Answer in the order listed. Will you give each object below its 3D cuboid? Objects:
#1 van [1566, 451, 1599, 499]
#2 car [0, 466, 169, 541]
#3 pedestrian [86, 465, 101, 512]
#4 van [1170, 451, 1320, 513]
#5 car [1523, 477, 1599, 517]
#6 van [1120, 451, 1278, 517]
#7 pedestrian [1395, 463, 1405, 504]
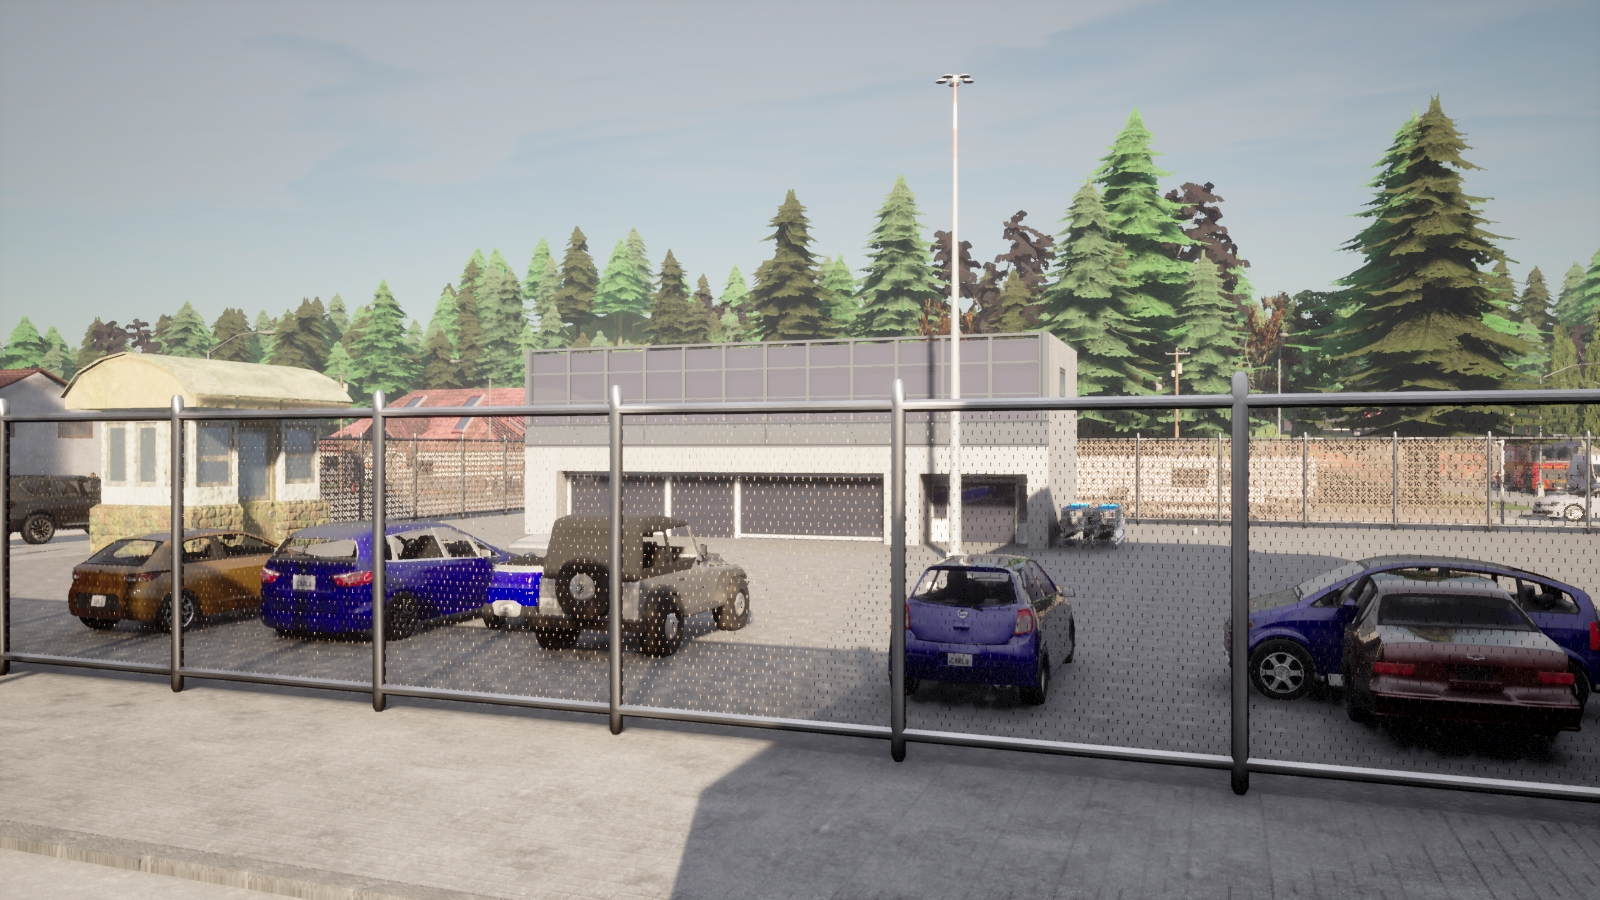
[{"bbox_3d":[44.035,1.314,62.679,1.988,2.561,5.915,0,0,20],"label":"van"},{"bbox_3d":[-22.825,1.560,35.490,2.150,2.045,5.566,0,0,21],"label":"car"},{"bbox_3d":[-28.318,1.524,45.791,0.375,1.860,0.375,0,0,21],"label":"pedestrian"},{"bbox_3d":[19.099,1.315,49.239,5.915,2.561,1.988,0,0,21],"label":"van"},{"bbox_3d":[31.502,1.840,44.749,4.892,1.480,2.231,0,0,11],"label":"car"},{"bbox_3d":[16.090,1.314,46.209,5.915,2.561,1.988,0,0,20],"label":"van"},{"bbox_3d":[27.351,1.526,52.075,0.375,1.860,0.375,0,0,20],"label":"pedestrian"}]
